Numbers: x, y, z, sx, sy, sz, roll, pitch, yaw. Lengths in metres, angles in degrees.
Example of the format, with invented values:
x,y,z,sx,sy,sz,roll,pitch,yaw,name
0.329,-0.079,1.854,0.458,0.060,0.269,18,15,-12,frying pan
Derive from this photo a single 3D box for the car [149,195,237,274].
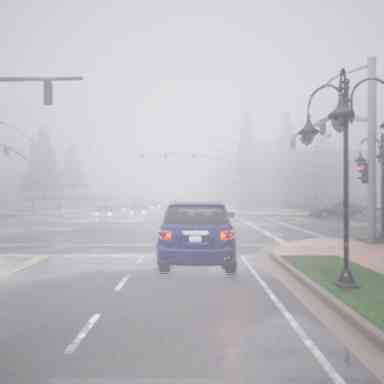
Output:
x,y,z,sx,sy,sz,roll,pitch,yaw,name
0.246,1.257,10.871,2.150,2.045,5.566,0,0,3,car

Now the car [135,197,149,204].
x,y,z,sx,sy,sz,roll,pitch,yaw,name
-10.441,1.760,69.690,2.033,1.411,5.357,0,0,0,car

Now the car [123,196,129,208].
x,y,z,sx,sy,sz,roll,pitch,yaw,name
-10.538,1.724,50.455,1.994,1.385,4.181,0,0,1,car

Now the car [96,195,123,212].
x,y,z,sx,sy,sz,roll,pitch,yaw,name
-10.556,1.484,41.826,2.097,1.767,4.553,0,0,0,car

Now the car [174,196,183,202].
x,y,z,sx,sy,sz,roll,pitch,yaw,name
-3.428,1.747,85.030,1.882,1.535,5.008,0,0,0,car

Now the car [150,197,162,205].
x,y,z,sx,sy,sz,roll,pitch,yaw,name
-6.957,1.710,64.961,1.837,1.490,4.892,0,0,0,car

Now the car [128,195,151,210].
x,y,z,sx,sy,sz,roll,pitch,yaw,name
-7.043,1.623,45.897,1.882,1.535,5.008,0,0,0,car

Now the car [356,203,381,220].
x,y,z,sx,sy,sz,roll,pitch,yaw,name
16.211,1.303,25.709,5.566,2.045,2.150,0,0,-1,car

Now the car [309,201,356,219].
x,y,z,sx,sy,sz,roll,pitch,yaw,name
12.767,1.598,29.189,4.892,1.490,1.837,0,0,-1,car

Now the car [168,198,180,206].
x,y,z,sx,sy,sz,roll,pitch,yaw,name
-3.347,1.798,62.225,1.895,1.301,4.718,0,0,0,car

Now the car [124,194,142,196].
x,y,z,sx,sy,sz,roll,pitch,yaw,name
-10.505,1.665,59.229,1.882,1.535,5.008,0,0,0,car
